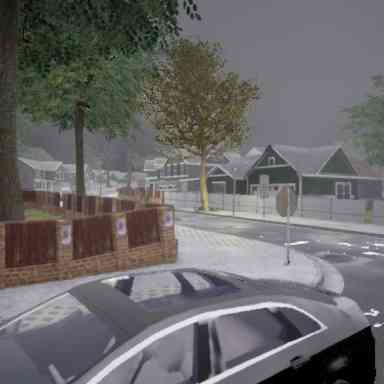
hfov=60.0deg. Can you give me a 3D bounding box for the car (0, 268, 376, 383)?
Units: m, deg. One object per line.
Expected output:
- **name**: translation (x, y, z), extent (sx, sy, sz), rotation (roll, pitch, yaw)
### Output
- **car**: translation (-0.481, 1.492, 2.581), extent (4.902, 1.511, 2.128), rotation (0, 0, -35)

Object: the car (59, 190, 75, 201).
- **car**: translation (-17.858, 0.473, 47.165), extent (1.837, 1.490, 4.892), rotation (0, 1, -31)

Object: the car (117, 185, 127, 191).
- **car**: translation (-19.523, -0.897, 91.683), extent (1.812, 1.442, 4.674), rotation (0, 2, -1)
